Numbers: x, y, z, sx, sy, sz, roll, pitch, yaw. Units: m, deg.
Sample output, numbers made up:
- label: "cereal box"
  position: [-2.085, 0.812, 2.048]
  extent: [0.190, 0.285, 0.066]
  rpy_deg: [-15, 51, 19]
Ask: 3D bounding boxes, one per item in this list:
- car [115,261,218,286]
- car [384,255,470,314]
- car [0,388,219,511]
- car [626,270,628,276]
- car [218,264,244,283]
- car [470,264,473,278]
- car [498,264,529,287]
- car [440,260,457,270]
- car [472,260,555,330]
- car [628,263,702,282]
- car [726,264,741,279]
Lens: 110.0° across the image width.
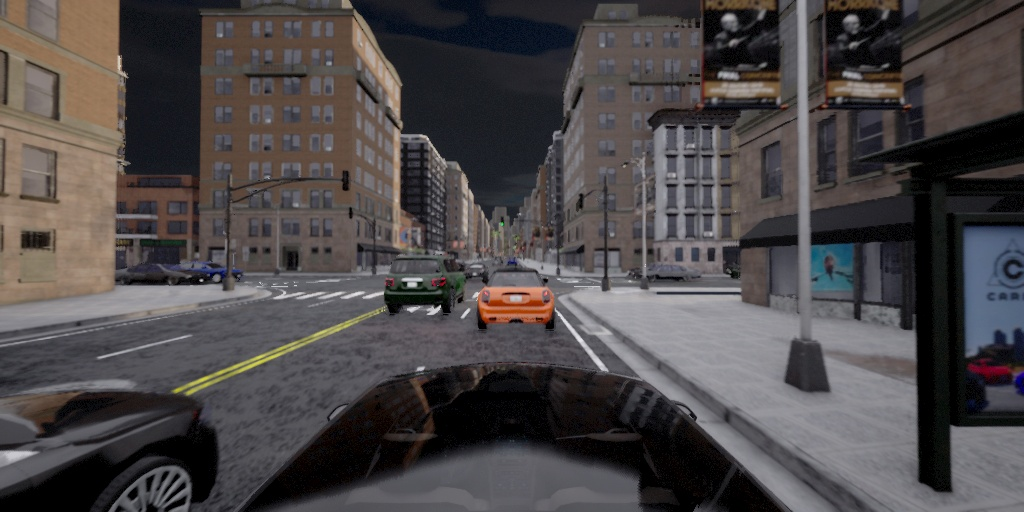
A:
- label: "car"
  position: [-22.833, 1.196, 23.302]
  extent: [5.357, 1.411, 2.033]
  rpy_deg: [0, -1, 0]
- label: "car"
  position: [-3.146, 0.992, 13.977]
  extent: [2.150, 2.045, 5.566]
  rpy_deg: [0, 0, 0]
- label: "car"
  position: [-3.147, 1.237, 0.742]
  extent: [2.128, 1.511, 4.902]
  rpy_deg: [0, 0, 0]
- label: "car"
  position: [13.188, 1.408, 33.353]
  extent: [4.902, 1.511, 2.128]
  rpy_deg: [0, -1, 0]
- label: "car"
  position: [-22.693, 1.174, 26.551]
  extent: [5.008, 1.535, 1.882]
  rpy_deg: [0, -1, 0]
- label: "car"
  position: [-3.127, 1.378, 32.437]
  extent: [1.812, 1.442, 4.674]
  rpy_deg: [0, -1, 0]
- label: "car"
  position: [0.117, 1.324, 25.929]
  extent: [2.033, 1.411, 5.357]
  rpy_deg: [0, -1, 0]
- label: "car"
  position: [-9.771, 1.354, 55.645]
  extent: [1.812, 1.442, 4.674]
  rpy_deg: [0, 0, 0]
- label: "car"
  position: [0.105, 1.118, 11.360]
  extent: [2.097, 1.767, 4.553]
  rpy_deg: [0, 0, 0]
- label: "car"
  position: [12.955, 1.416, 30.123]
  extent: [5.357, 1.411, 2.033]
  rpy_deg: [0, -1, -4]
- label: "car"
  position: [23.053, 1.168, 33.369]
  extent: [5.566, 2.045, 2.150]
  rpy_deg: [0, -1, 0]
